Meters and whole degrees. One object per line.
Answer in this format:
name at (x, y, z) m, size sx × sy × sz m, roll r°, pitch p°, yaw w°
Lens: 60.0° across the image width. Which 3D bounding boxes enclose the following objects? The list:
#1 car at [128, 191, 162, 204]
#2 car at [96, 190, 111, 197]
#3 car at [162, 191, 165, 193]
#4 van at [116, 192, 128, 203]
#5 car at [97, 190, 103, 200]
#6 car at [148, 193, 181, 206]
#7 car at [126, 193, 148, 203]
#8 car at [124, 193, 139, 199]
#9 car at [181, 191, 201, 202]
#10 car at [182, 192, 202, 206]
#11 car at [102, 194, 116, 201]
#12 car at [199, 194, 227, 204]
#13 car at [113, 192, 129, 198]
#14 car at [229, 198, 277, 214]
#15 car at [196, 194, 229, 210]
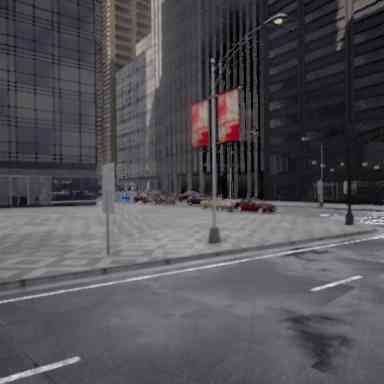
car at (-7.118, 0.885, 50.112) m, size 2.192 × 1.841 × 5.009 m, roll 0°, pitch 1°, yaw -36°
car at (-23.262, 0.358, 87.014) m, size 2.192 × 1.841 × 5.009 m, roll 0°, pitch 1°, yaw -36°
car at (-6.794, 0.643, 64.219) m, size 2.192 × 1.841 × 5.009 m, roll 0°, pitch 1°, yaw -36°
van at (-10.412, 0.859, 54.672) m, size 1.690 × 1.788 × 3.998 m, roll 0°, pitch 1°, yaw -36°
car at (-20.294, 0.792, 68.351) m, size 1.967 × 1.590 × 4.097 m, roll 0°, pitch 1°, yaw -36°
car at (-3.824, 1.165, 45.555) m, size 1.887 × 1.381 × 4.507 m, roll -1°, pitch 1°, yaw -36°
car at (-9.830, 0.999, 58.735) m, size 1.837 × 1.490 × 4.892 m, roll -1°, pitch 1°, yaw -36°
car at (-13.381, 0.797, 73.341) m, size 1.802 × 1.307 × 4.206 m, roll 0°, pitch 1°, yaw -36°
car at (-0.206, 0.748, 55.101) m, size 2.192 × 1.841 × 5.009 m, roll 0°, pitch 1°, yaw -36°
car at (1.279, 1.110, 43.206) m, size 2.128 × 1.511 × 4.902 m, roll -1°, pitch 1°, yaw -36°
car at (-13.706, 1.015, 59.233) m, size 2.008 × 1.369 × 4.403 m, roll 0°, pitch 1°, yaw -36°
car at (3.087, 1.050, 50.545) m, size 1.947 × 1.339 × 4.313 m, roll -1°, pitch 1°, yaw -36°
car at (-16.675, 0.703, 77.899) m, size 1.887 × 1.381 × 4.507 m, roll 0°, pitch 1°, yaw -36°
car at (6.058, 1.307, 31.877) m, size 1.887 × 1.381 × 4.507 m, roll -1°, pitch 1°, yaw -36°
car at (2.863, 1.243, 36.298) m, size 1.752 × 1.417 × 4.829 m, roll -1°, pitch 1°, yaw -36°
